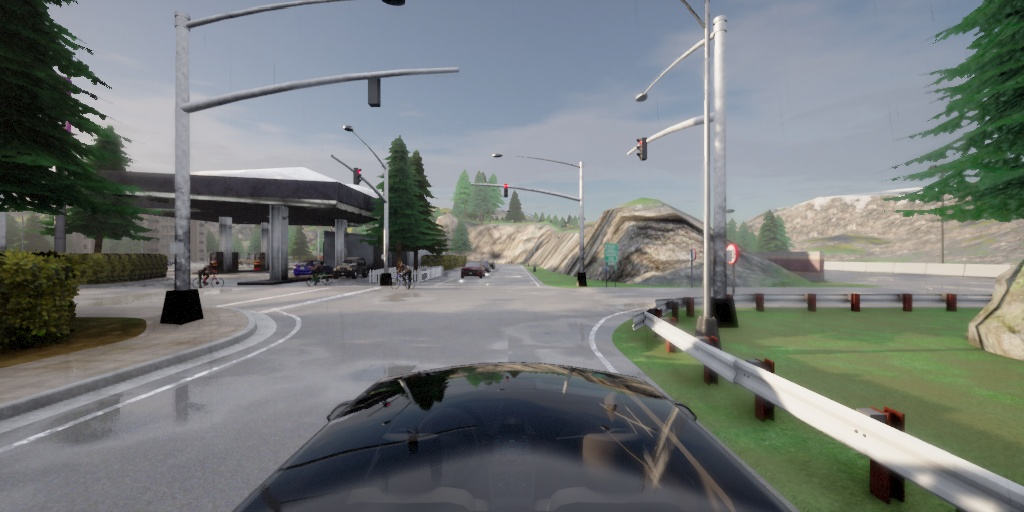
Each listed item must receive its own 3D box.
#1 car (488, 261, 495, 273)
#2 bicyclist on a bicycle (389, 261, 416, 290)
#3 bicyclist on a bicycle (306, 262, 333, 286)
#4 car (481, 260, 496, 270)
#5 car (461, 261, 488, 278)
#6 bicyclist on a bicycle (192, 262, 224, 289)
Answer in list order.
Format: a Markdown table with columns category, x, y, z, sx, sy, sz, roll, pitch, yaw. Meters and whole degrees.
| category | x | y | z | sx | sy | sz | roll | pitch | yaw |
| --- | --- | --- | --- | --- | --- | --- | --- | --- | --- |
| car | -3.552 | 1.296 | 43.308 | 2.033 | 1.411 | 5.357 | 0 | 0 | 0 |
| bicyclist on a bicycle | -6.283 | 1.114 | 20.564 | 1.656 | 1.620 | 0.582 | 0 | -1 | 12 |
| bicyclist on a bicycle | -13.076 | 1.203 | 24.352 | 1.656 | 1.620 | 0.582 | 0 | 0 | -40 |
| car | -3.522 | 1.350 | 53.894 | 1.895 | 1.301 | 4.718 | 0 | 0 | 0 |
| car | -3.566 | 1.227 | 33.445 | 1.882 | 1.535 | 5.008 | 0 | 0 | 0 |
| bicyclist on a bicycle | -18.532 | 1.190 | 21.888 | 1.656 | 1.620 | 0.582 | 0 | -1 | -15 |
